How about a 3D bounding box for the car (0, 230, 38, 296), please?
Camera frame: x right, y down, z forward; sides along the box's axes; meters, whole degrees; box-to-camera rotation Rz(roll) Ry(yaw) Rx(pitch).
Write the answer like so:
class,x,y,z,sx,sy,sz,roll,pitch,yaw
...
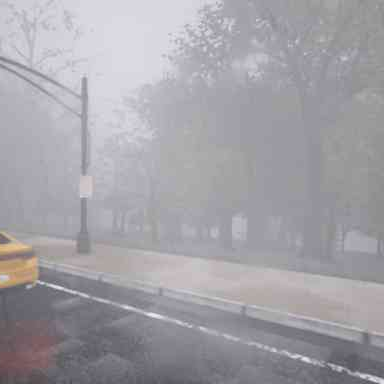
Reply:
class,x,y,z,sx,sy,sz,roll,pitch,yaw
car,-5.561,1.472,7.652,5.008,1.535,1.882,0,0,35
